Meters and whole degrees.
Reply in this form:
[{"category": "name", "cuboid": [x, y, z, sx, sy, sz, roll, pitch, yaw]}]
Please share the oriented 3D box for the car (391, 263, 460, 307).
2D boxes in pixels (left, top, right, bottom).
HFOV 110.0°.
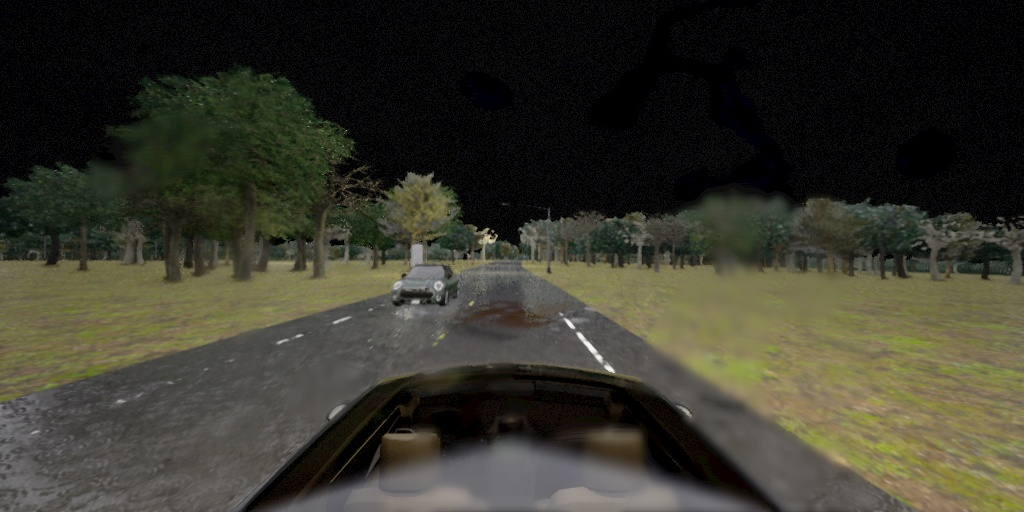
[{"category": "car", "cuboid": [-3.582, 1.130, 15.581, 2.097, 1.767, 4.553, 1, 0, 0]}]
